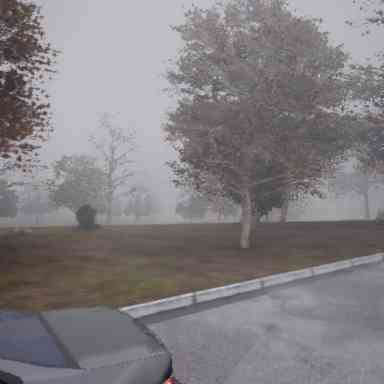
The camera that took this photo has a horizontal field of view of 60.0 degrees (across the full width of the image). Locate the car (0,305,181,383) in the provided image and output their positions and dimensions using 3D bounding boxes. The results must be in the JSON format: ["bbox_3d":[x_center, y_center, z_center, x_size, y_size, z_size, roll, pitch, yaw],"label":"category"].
[{"bbox_3d":[-2.582,1.543,1.844,5.357,1.411,2.033,0,0,-35],"label":"car"}]
